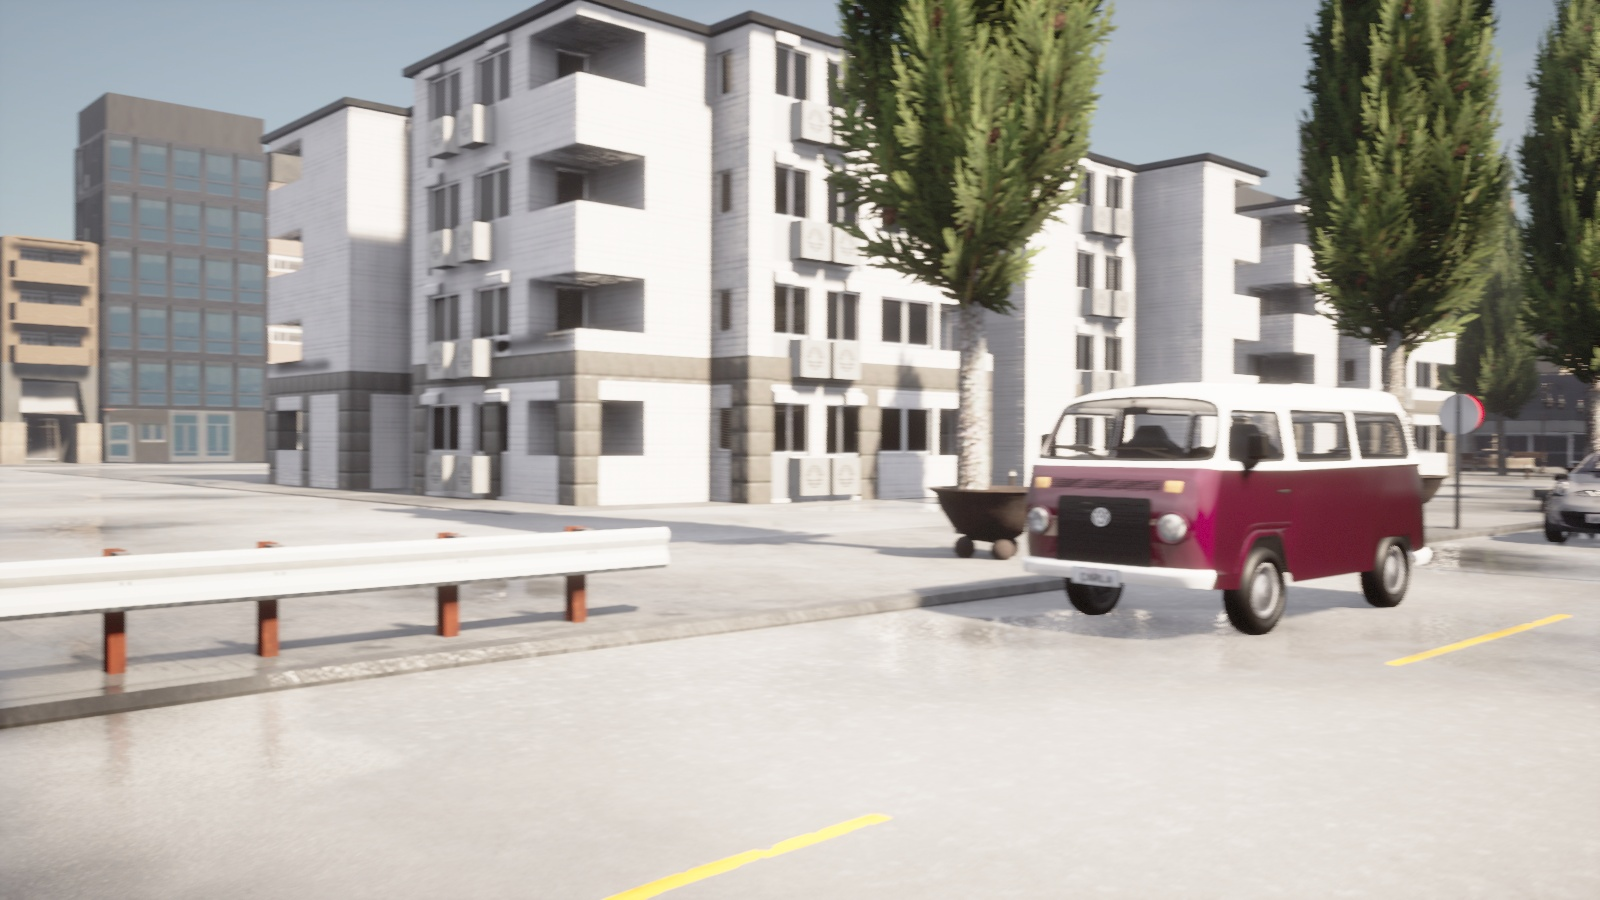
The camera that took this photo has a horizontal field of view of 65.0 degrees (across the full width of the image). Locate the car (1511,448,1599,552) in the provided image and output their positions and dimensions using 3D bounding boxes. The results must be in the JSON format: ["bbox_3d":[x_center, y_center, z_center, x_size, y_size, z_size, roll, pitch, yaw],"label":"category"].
[{"bbox_3d":[12.703,0.726,19.555,3.633,1.501,1.845,0,0,-43],"label":"car"}]

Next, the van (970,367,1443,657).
[{"bbox_3d":[3.744,0.426,11.109,4.480,2.038,2.069,0,0,-43],"label":"van"}]
